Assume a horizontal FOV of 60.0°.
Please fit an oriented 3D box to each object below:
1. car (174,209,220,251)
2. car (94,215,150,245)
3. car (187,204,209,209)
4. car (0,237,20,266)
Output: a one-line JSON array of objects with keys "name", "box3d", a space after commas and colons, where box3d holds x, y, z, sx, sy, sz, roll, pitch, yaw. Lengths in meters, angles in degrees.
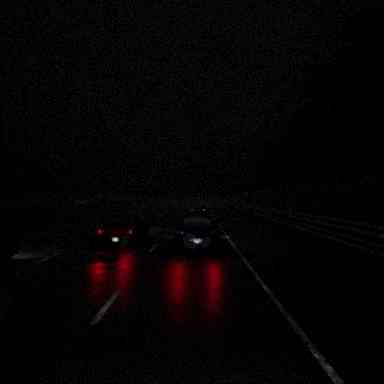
[{"name": "car", "box3d": [0.221, 1.671, 14.669, 1.812, 1.442, 4.674, 0, -1, 1]}, {"name": "car", "box3d": [-3.256, 1.765, 16.511, 1.895, 1.301, 4.718, 0, -1, 1]}, {"name": "car", "box3d": [0.583, 1.850, 31.917, 2.128, 1.511, 4.902, 0, -1, 2]}, {"name": "car", "box3d": [-6.849, 1.630, 8.992, 2.033, 1.411, 5.357, 0, -1, 1]}]
